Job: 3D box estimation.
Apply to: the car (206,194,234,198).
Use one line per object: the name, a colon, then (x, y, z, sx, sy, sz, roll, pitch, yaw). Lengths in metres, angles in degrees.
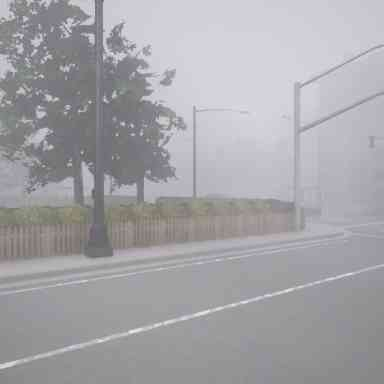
car: (3.697, 1.222, 39.558, 2.150, 2.045, 5.566, 0, 0, -35)

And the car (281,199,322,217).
car: (9.618, 1.478, 31.006, 1.882, 1.535, 5.008, 0, 0, -35)
